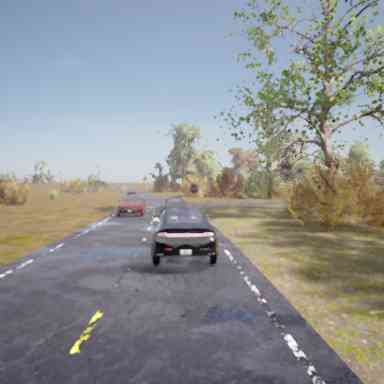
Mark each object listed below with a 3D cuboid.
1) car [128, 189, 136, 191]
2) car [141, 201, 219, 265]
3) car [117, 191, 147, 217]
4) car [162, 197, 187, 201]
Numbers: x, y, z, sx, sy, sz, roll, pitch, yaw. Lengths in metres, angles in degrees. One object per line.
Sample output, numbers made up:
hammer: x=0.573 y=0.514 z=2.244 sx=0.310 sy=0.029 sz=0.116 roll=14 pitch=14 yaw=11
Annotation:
car: x=-13.369 y=0.013 z=73.946 sx=2.033 sy=1.411 sz=5.357 roll=0 pitch=1 yaw=-13
car: x=-0.274 y=1.266 z=10.785 sx=2.128 sy=1.511 sz=4.902 roll=0 pitch=1 yaw=-3
car: x=-4.442 y=0.966 z=24.960 sx=1.882 sy=1.535 sz=5.008 roll=0 pitch=1 yaw=-5
car: x=-1.273 y=1.058 z=24.541 sx=1.994 sy=1.385 sz=4.181 roll=0 pitch=1 yaw=-5
